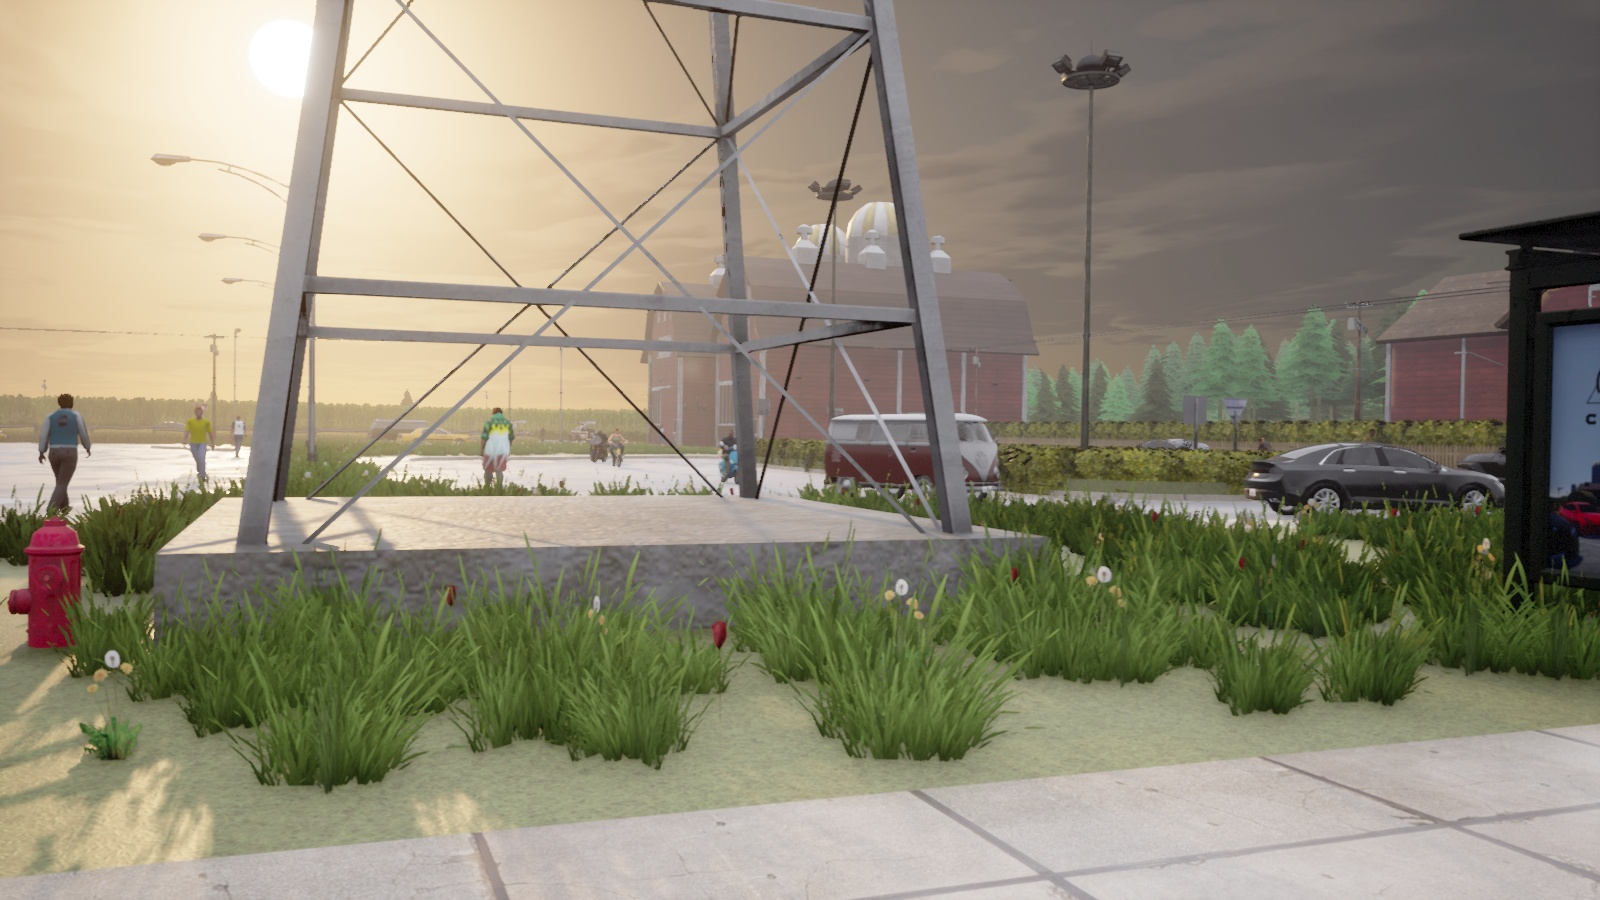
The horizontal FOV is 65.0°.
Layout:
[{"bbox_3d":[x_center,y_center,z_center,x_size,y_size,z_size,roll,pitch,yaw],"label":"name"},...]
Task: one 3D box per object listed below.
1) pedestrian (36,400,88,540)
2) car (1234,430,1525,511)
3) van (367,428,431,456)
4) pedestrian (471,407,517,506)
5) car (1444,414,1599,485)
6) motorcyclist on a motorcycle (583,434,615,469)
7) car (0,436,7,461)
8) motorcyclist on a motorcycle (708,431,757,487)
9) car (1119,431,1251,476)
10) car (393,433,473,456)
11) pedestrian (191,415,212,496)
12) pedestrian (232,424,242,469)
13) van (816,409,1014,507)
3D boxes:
[{"bbox_3d":[-10.392,0.265,17.692,0.396,1.930,0.692,-1,1,-11],"label":"pedestrian"},{"bbox_3d":[11.265,0.378,24.625,4.892,1.490,1.837,0,1,-3],"label":"car"},{"bbox_3d":[-29.571,-0.605,92.606,4.442,1.987,1.775,-1,1,-21],"label":"van"},{"bbox_3d":[-6.178,0.124,25.356,0.659,1.952,0.873,-1,1,-31],"label":"pedestrian"},{"bbox_3d":[20.563,-0.048,35.525,1.905,1.878,3.866,-1,1,-21],"label":"car"},{"bbox_3d":[-9.133,0.065,57.015,0.866,1.530,2.191,1,1,6],"label":"motorcyclist on a motorcycle"},{"bbox_3d":[-53.630,-0.081,79.625,5.366,1.575,1.801,-1,1,-21],"label":"car"},{"bbox_3d":[-1.969,0.241,36.225,0.866,1.590,1.817,-1,1,-21],"label":"motorcyclist on a motorcycle"},{"bbox_3d":[13.456,0.079,44.230,1.837,1.490,4.892,-1,1,-21],"label":"car"},{"bbox_3d":[-26.356,-0.404,90.099,5.366,1.575,1.801,-1,1,-21],"label":"car"},{"bbox_3d":[-13.720,0.124,28.786,0.354,1.836,0.706,-1,1,-21],"label":"pedestrian"},{"bbox_3d":[-22.939,-0.143,51.162,0.354,1.836,0.706,-1,1,-23],"label":"pedestrian"},{"bbox_3d":[2.443,0.136,27.761,1.775,1.987,4.442,-1,1,-38],"label":"van"}]
